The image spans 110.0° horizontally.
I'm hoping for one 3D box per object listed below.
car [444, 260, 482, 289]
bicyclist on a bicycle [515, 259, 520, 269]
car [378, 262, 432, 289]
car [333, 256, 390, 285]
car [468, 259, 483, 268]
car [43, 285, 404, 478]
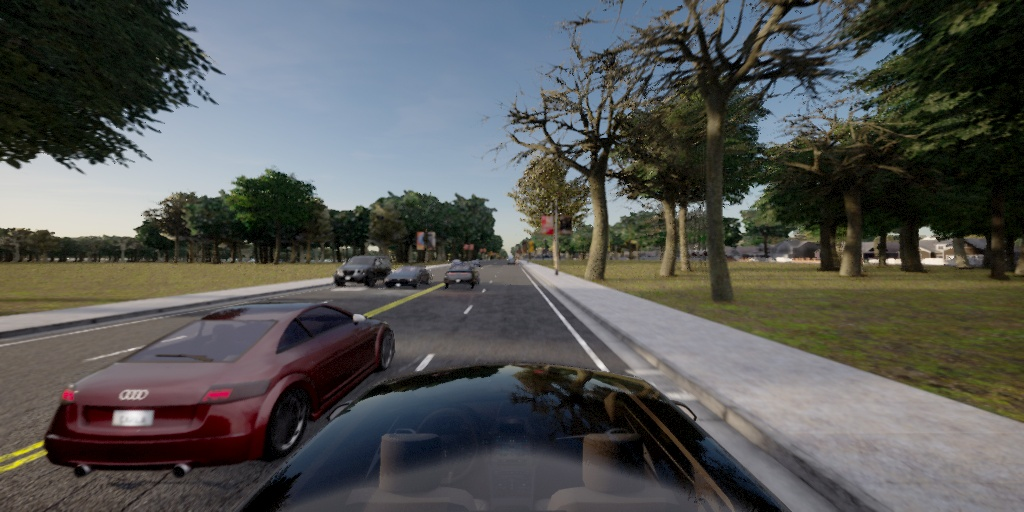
[{"bbox_3d":[-3.158,1.254,23.377,2.128,1.511,4.902,0,0,0],"label":"car"},{"bbox_3d":[0.877,1.229,56.183,0.866,1.612,1.509,0,0,0],"label":"bicyclist on a bicycle"},{"bbox_3d":[-6.607,1.310,23.480,2.033,1.411,5.357,0,0,0],"label":"car"},{"bbox_3d":[-9.857,0.987,24.292,2.150,2.045,5.566,0,0,0],"label":"car"},{"bbox_3d":[-6.537,1.348,64.992,2.033,1.411,5.357,0,0,0],"label":"car"},{"bbox_3d":[-3.151,1.315,4.989,1.994,1.385,4.181,0,0,0],"label":"car"}]
